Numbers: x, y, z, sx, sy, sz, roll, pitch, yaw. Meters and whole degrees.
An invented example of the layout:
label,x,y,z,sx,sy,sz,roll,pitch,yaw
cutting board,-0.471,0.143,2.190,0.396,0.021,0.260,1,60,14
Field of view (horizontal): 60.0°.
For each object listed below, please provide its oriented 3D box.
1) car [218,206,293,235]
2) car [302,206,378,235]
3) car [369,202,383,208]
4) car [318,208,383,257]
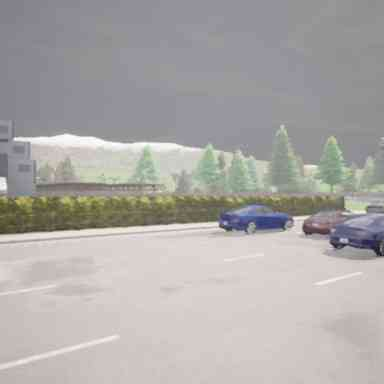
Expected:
label,x,y,z,sx,sy,sz,roll,pitch,yaw
car,3.813,1.542,19.366,5.008,1.535,1.882,0,0,-35
car,7.869,1.639,17.955,4.181,1.385,1.994,0,0,-35
car,17.295,1.632,30.087,4.902,1.511,2.128,0,0,-43
car,7.328,1.587,13.278,4.674,1.442,1.812,0,0,-36
